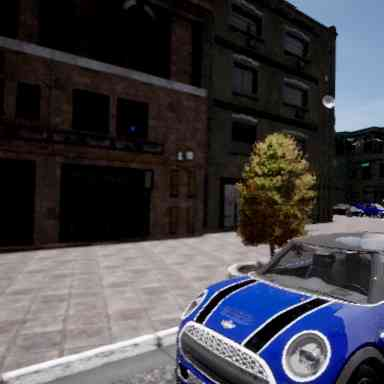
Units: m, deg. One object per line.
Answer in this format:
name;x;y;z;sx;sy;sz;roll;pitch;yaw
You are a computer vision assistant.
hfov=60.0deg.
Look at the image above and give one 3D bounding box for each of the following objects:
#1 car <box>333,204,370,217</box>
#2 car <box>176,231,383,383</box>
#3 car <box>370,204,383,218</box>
car;16.712;2.001;36.422;1.947;1.339;4.313;2;-1;-17
car;2.018;1.405;4.553;4.553;1.767;2.097;1;-1;-36
car;19.495;2.021;35.773;1.812;1.442;4.674;2;-1;-17
